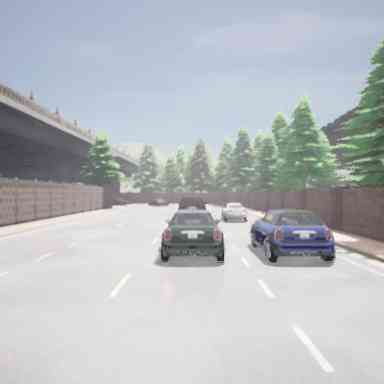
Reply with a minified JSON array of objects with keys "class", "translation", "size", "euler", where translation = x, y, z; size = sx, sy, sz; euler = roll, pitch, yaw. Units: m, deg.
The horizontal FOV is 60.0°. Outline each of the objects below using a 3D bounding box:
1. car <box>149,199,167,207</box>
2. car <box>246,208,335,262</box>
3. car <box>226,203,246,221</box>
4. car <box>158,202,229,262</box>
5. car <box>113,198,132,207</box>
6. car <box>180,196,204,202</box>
[{"class":"car","translation":[-5.620,1.817,56.362],"size":[2.033,1.411,5.357],"euler":[0,0,-29]},{"class":"car","translation":[3.536,1.411,12.515],"size":[2.097,1.767,4.553],"euler":[0,0,0]},{"class":"car","translation":[3.531,1.660,28.275],"size":[1.812,1.442,4.674],"euler":[0,0,0]},{"class":"car","translation":[0.036,1.412,12.512],"size":[2.097,1.767,4.553],"euler":[0,0,0]},{"class":"car","translation":[-12.786,1.787,58.487],"size":[4.892,1.490,1.837],"euler":[-1,-1,31]},{"class":"car","translation":[0.018,1.350,26.472],"size":[2.150,2.045,5.566],"euler":[0,0,0]}]
